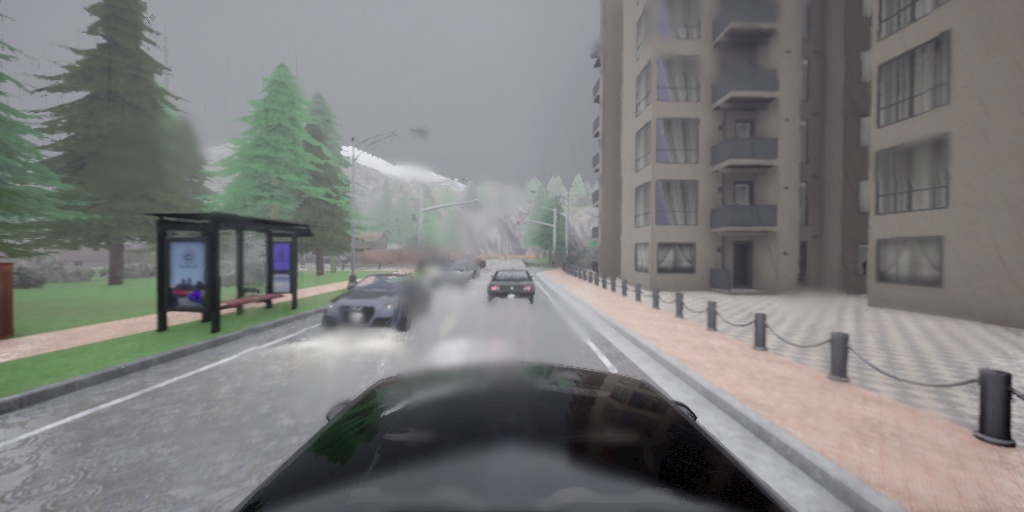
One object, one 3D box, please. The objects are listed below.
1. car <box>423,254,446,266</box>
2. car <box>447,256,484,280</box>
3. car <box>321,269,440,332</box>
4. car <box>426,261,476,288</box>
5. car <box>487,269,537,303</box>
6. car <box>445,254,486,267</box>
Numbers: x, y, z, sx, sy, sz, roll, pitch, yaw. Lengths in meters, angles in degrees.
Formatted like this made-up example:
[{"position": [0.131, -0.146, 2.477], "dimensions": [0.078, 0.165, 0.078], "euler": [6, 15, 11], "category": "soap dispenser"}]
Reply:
[{"position": [-9.812, 0.495, 48.153], "dimensions": [4.553, 1.767, 2.097], "euler": [0, 5, -14], "category": "car"}, {"position": [-3.495, 0.982, 27.625], "dimensions": [1.837, 1.490, 4.892], "euler": [0, 1, 0], "category": "car"}, {"position": [-3.592, 1.207, 10.315], "dimensions": [1.994, 1.385, 4.181], "euler": [0, 0, 0], "category": "car"}, {"position": [-3.497, 1.149, 21.396], "dimensions": [1.895, 1.301, 4.718], "euler": [0, 1, 0], "category": "car"}, {"position": [0.002, 1.215, 15.697], "dimensions": [1.895, 1.301, 4.718], "euler": [0, 1, 0], "category": "car"}, {"position": [-5.384, 0.780, 43.336], "dimensions": [5.008, 1.535, 1.882], "euler": [1, 1, 39], "category": "car"}]
